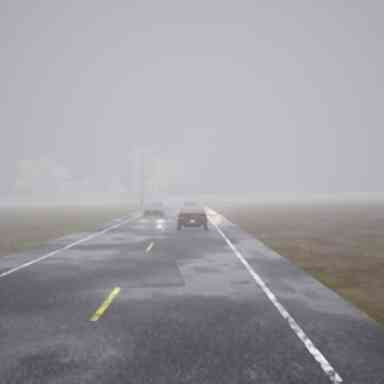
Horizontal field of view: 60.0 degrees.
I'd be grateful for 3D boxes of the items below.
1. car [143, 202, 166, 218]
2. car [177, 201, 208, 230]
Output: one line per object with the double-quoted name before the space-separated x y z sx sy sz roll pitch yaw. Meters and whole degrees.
"car" -3.674 1.710 32.924 1.882 1.535 5.008 0 0 -1
"car" 0.019 1.617 22.352 1.882 1.535 5.008 0 0 0
